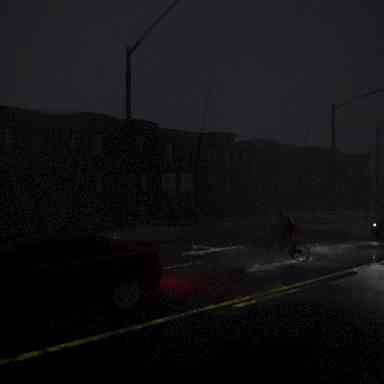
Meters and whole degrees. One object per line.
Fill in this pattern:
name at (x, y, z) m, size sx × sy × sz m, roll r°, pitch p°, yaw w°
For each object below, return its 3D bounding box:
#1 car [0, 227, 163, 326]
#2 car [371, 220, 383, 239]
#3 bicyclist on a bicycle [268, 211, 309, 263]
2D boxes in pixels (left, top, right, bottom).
car at (-2.933, 1.478, 6.181) m, size 5.008 × 1.535 × 1.882 m, roll 0°, pitch 0°, yaw -36°
car at (10.599, 1.601, 16.016) m, size 4.718 × 1.301 × 1.895 m, roll 0°, pitch 0°, yaw -36°
bicyclist on a bicycle at (3.089, 1.454, 10.883) m, size 0.582 × 1.620 × 1.656 m, roll 0°, pitch -3°, yaw -36°
